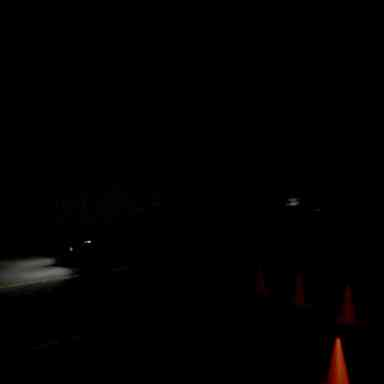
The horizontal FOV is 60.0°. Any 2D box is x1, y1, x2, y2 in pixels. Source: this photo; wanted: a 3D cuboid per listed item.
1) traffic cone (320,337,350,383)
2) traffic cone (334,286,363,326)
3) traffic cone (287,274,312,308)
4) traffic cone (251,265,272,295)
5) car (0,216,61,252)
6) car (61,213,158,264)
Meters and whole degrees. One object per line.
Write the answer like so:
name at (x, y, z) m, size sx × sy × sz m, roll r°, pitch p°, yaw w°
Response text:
traffic cone at (1.642, 1.928, 3.736) m, size 0.340 × 0.580 × 0.340 m, roll -1°, pitch 0°, yaw -36°
traffic cone at (2.685, 1.912, 5.714) m, size 0.340 × 0.580 × 0.340 m, roll -1°, pitch 0°, yaw -36°
traffic cone at (2.102, 1.913, 6.527) m, size 0.340 × 0.580 × 0.340 m, roll -1°, pitch 0°, yaw -36°
traffic cone at (1.519, 1.913, 7.340) m, size 0.340 × 0.580 × 0.340 m, roll -1°, pitch 0°, yaw -36°
car at (-7.072, 1.597, 12.367) m, size 4.718 × 1.301 × 1.895 m, roll -1°, pitch 0°, yaw -36°
car at (-1.897, 1.488, 11.794) m, size 4.674 × 1.442 × 1.812 m, roll -1°, pitch 0°, yaw -36°
